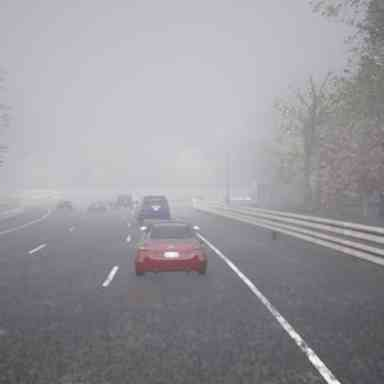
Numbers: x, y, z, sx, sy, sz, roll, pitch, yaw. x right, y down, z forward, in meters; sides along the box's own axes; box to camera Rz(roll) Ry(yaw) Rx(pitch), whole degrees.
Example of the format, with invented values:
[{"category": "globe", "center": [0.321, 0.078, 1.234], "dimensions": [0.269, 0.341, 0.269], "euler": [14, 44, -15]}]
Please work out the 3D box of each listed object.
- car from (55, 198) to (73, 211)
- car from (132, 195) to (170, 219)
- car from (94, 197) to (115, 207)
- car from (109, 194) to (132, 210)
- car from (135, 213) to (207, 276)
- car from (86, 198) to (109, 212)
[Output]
[{"category": "car", "center": [-16.450, 1.590, 42.794], "dimensions": [1.837, 1.490, 4.892], "euler": [0, 0, -24]}, {"category": "car", "center": [-3.022, 1.248, 24.965], "dimensions": [2.150, 2.045, 5.566], "euler": [0, 0, -13]}, {"category": "car", "center": [-14.342, 1.632, 54.106], "dimensions": [2.033, 1.411, 5.357], "euler": [0, 0, -30]}, {"category": "car", "center": [-9.300, 1.282, 43.789], "dimensions": [2.150, 2.045, 5.566], "euler": [0, 0, -23]}, {"category": "car", "center": [-0.689, 1.573, 10.509], "dimensions": [1.994, 1.385, 4.181], "euler": [0, 0, -5]}, {"category": "car", "center": [-11.615, 1.630, 40.309], "dimensions": [1.994, 1.385, 4.181], "euler": [0, 0, -22]}]
